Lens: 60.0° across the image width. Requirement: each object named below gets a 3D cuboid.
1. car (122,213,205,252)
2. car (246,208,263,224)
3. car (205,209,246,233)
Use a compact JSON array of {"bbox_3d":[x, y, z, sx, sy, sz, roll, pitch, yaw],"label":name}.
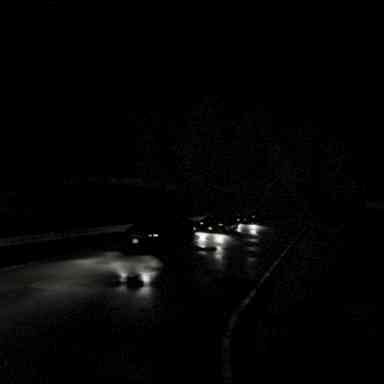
[{"bbox_3d":[-1.367,1.777,15.620,2.128,1.511,4.902,3,-1,22],"label":"car"},{"bbox_3d":[5.980,2.406,33.904,1.812,1.442,4.674,3,-1,23],"label":"car"},{"bbox_3d":[2.205,2.125,24.751,2.033,1.411,5.357,3,-1,21],"label":"car"}]
